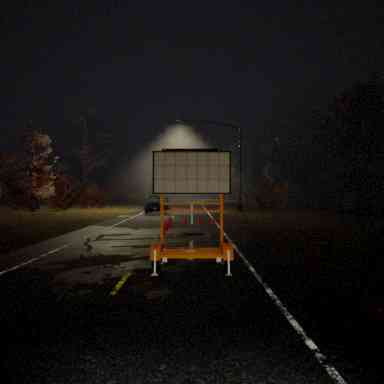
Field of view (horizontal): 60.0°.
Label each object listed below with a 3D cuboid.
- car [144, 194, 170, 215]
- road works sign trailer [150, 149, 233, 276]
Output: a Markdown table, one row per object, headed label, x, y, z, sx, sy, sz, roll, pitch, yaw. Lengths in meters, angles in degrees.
| label | x | y | z | sx | sy | sz | roll | pitch | yaw |
| --- | --- | --- | --- | --- | --- | --- | --- | --- | --- |
| car | -3.510 | 1.220 | 34.234 | 2.150 | 2.045 | 5.566 | 0 | 0 | 0 |
| road works sign trailer | -0.004 | 0.463 | 10.335 | 2.380 | 3.560 | 2.880 | 0 | 0 | 0 |
